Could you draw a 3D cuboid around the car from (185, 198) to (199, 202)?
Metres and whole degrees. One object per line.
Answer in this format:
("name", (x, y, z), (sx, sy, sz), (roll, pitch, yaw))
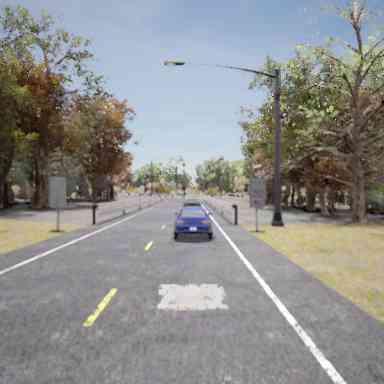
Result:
("car", (0.010, 1.431, 35.038), (1.837, 1.490, 4.892), (0, 0, 0))

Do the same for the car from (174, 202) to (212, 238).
("car", (0.052, 1.490, 17.246), (1.812, 1.442, 4.674), (0, 0, 0))
